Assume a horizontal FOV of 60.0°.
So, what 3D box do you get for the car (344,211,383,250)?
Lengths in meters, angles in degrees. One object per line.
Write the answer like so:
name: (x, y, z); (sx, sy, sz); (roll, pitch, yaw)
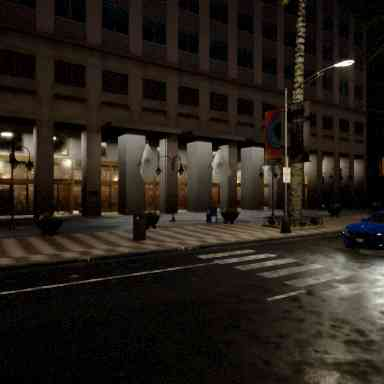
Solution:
car: (8.171, 1.477, 13.391); (5.008, 1.535, 1.882); (0, 0, -33)
